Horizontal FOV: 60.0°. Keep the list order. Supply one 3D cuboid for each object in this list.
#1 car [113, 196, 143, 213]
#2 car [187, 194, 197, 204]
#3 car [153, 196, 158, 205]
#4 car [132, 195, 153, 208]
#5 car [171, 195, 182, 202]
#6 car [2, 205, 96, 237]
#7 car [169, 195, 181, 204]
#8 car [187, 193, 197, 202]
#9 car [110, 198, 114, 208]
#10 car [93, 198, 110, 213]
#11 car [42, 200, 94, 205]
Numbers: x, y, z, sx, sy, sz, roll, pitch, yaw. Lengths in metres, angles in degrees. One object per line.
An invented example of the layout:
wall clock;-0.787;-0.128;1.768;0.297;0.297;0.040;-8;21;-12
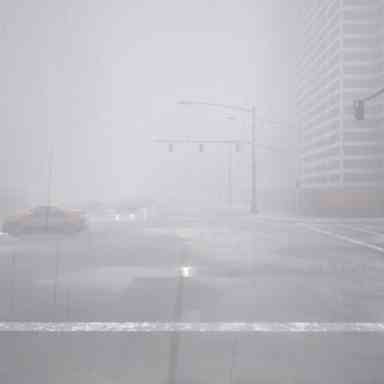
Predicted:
car;-7.061;1.526;37.041;1.812;1.442;4.674;0;0;0
car;0.049;1.547;64.230;2.033;1.411;5.357;0;0;0
car;-7.023;1.505;57.255;1.837;1.490;4.892;0;0;0
car;-7.043;1.505;46.985;1.837;1.490;4.892;0;0;0
car;-3.444;1.354;74.517;2.128;1.511;4.902;0;0;0
car;-7.569;1.564;17.501;4.181;1.385;1.994;0;0;0
car;-3.451;1.491;64.233;2.128;1.511;4.902;0;0;0
car;0.056;1.184;74.484;2.097;1.767;4.553;0;0;0
car;-10.558;1.547;44.410;2.033;1.411;5.357;0;0;0
car;-10.543;1.547;34.338;2.033;1.411;5.357;0;0;4
car;-9.123;1.477;20.994;5.008;1.535;1.882;0;0;0
